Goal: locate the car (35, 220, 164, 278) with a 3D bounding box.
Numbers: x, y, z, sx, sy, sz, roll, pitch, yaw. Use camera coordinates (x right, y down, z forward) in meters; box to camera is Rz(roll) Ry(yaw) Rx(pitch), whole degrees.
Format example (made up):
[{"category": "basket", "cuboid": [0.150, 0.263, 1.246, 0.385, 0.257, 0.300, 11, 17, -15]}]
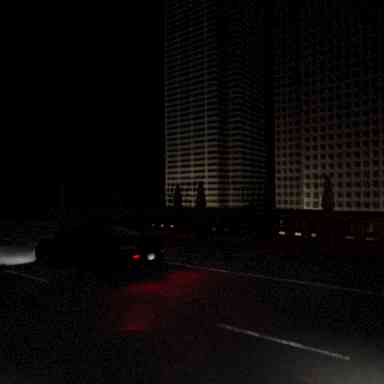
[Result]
[{"category": "car", "cuboid": [-2.981, 1.615, 10.420, 4.674, 1.442, 1.812, -1, 0, 36]}]
